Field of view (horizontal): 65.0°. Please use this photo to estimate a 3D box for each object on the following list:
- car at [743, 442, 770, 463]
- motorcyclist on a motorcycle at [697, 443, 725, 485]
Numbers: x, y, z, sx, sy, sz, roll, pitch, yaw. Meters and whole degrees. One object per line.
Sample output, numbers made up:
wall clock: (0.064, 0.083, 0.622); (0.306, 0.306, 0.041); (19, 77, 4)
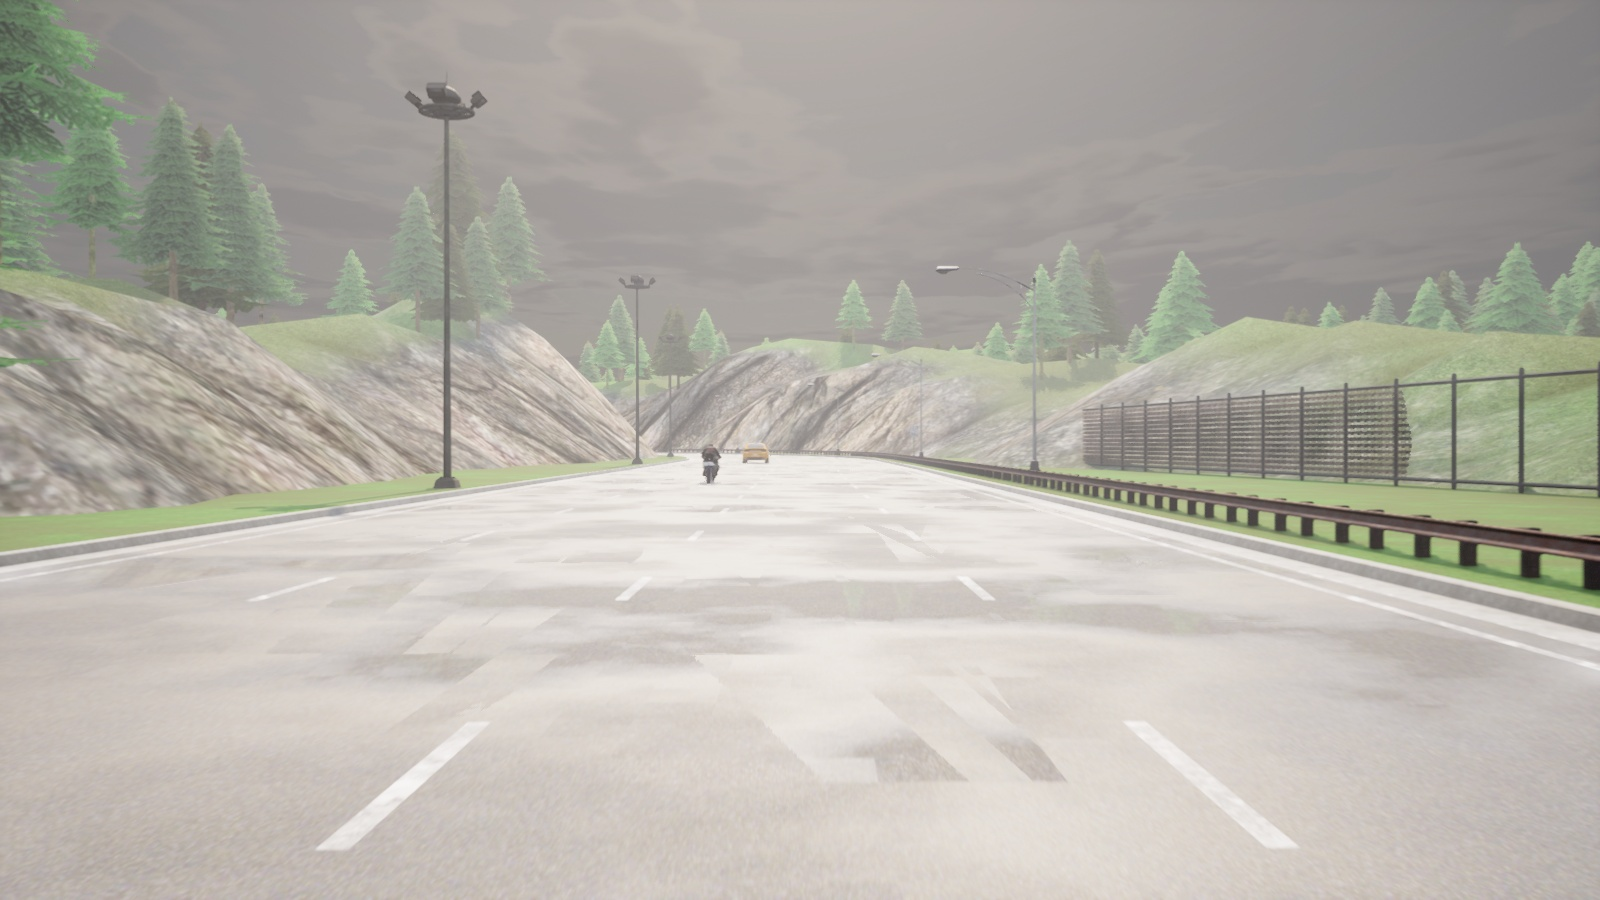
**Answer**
car: (-3.282, 0.191, 94.737); (1.882, 1.535, 5.008); (0, 0, 0)
motorcyclist on a motorcycle: (-3.334, 0.514, 47.290); (0.866, 1.530, 2.191); (0, 0, 0)
